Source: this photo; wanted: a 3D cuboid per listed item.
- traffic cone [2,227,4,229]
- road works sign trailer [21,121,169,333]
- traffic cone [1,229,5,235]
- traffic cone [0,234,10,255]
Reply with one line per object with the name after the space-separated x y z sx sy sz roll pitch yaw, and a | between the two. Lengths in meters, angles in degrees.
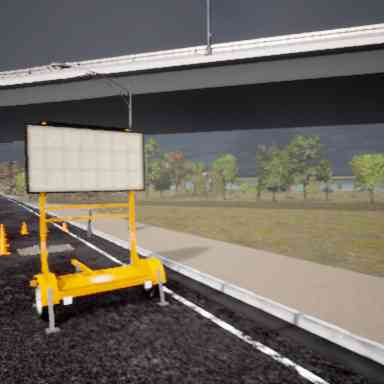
-8.742 1.932 15.413 0.340 0.580 0.340 -2 1 -30 | traffic cone
-2.177 0.408 6.991 2.380 3.560 2.880 -2 1 -33 | road works sign trailer
-7.743 1.933 13.681 0.340 0.580 0.340 -2 1 -30 | traffic cone
-6.744 1.934 11.949 0.340 0.580 0.340 -2 1 -30 | traffic cone
